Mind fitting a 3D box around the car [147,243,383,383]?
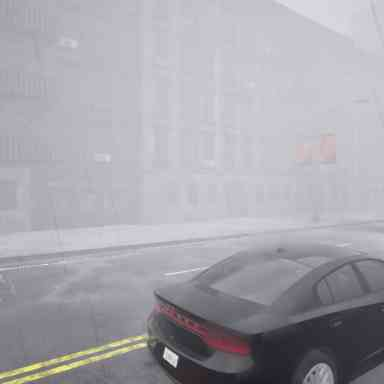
[{"bbox_3d":[1.815,1.477,4.720,5.008,1.535,1.882,0,0,-35],"label":"car"}]
